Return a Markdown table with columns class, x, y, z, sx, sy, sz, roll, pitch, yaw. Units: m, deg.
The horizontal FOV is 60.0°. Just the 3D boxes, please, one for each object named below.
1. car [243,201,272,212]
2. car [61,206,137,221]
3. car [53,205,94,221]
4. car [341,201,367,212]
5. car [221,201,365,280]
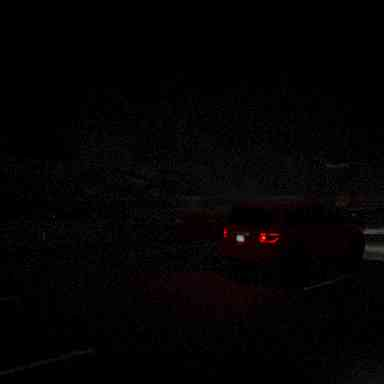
| class | x | y | z | sx | sy | sz | roll | pitch | yaw |
| --- | --- | --- | --- | --- | --- | --- | --- | --- | --- |
| car | 10.150 | 2.165 | 51.113 | 1.882 | 1.535 | 5.008 | -1 | 0 | 45 |
| car | -5.695 | 1.841 | 21.694 | 4.674 | 1.442 | 1.812 | 1 | -1 | -39 |
| car | -10.473 | 1.950 | 31.349 | 4.902 | 1.511 | 2.128 | 0 | -1 | -39 |
| car | 25.147 | 2.152 | 51.421 | 4.902 | 1.511 | 2.128 | 1 | -1 | -45 |
| car | 3.416 | 1.368 | 10.746 | 5.566 | 2.045 | 2.150 | 0 | -1 | -39 |
